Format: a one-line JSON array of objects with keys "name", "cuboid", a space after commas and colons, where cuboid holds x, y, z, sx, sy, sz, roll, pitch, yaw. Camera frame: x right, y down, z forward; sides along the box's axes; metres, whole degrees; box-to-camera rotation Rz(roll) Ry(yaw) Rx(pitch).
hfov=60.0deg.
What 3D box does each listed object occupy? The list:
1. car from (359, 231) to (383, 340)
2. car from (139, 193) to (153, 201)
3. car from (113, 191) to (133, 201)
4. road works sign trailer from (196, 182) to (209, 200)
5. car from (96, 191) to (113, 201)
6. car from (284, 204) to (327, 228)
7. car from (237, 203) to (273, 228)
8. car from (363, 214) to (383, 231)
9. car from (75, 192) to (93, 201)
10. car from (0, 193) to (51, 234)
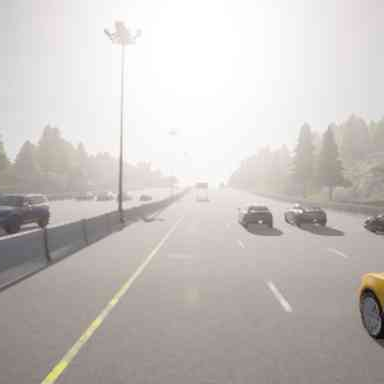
[{"name": "car", "cuboid": [3.720, 1.533, 3.610, 1.882, 1.535, 5.008, 1, 0, 1]}, {"name": "car", "cuboid": [-8.602, 0.921, 61.905, 1.895, 1.301, 4.718, 1, 1, 2]}, {"name": "car", "cuboid": [-12.163, 0.676, 60.167, 2.097, 1.767, 4.553, 1, 1, 2]}, {"name": "road works sign trailer", "cuboid": [2.090, -0.248, 67.653, 2.380, 3.560, 2.880, 1, 1, 0]}, {"name": "car", "cuboid": [-15.662, 0.642, 60.168, 2.097, 1.767, 4.553, 1, 1, 2]}, {"name": "car", "cuboid": [7.781, 1.560, 23.205, 2.128, 1.511, 4.902, 1, 1, 2]}, {"name": "car", "cuboid": [4.265, 1.539, 22.756, 1.837, 1.490, 4.892, 1, 1, 2]}, {"name": "car", "cuboid": [11.098, 1.680, 17.451, 2.033, 1.411, 5.357, 1, 0, 2]}, {"name": "car", "cuboid": [-19.189, 0.768, 59.478, 1.837, 1.490, 4.892, 1, 1, 2]}, {"name": "car", "cuboid": [-10.061, 1.115, 18.844, 2.150, 2.045, 5.566, 1, 0, 2]}]
